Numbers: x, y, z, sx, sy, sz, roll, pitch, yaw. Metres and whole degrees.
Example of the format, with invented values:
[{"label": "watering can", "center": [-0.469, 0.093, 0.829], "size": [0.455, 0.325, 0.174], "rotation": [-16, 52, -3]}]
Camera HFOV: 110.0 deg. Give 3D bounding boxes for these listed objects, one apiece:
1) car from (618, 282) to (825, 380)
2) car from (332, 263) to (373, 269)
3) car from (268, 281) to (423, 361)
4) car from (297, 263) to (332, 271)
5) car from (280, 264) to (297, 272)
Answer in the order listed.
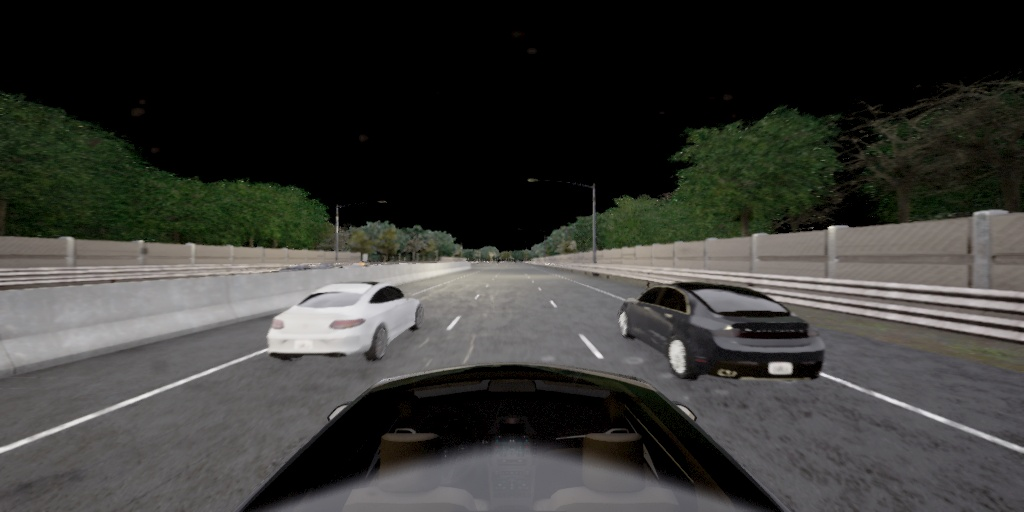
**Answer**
[{"label": "car", "center": [3.601, 1.264, 7.233], "size": [1.837, 1.490, 4.892], "rotation": [0, 0, 0]}, {"label": "car", "center": [-14.080, 1.397, 32.850], "size": [1.882, 1.535, 5.008], "rotation": [0, -1, 0]}, {"label": "car", "center": [-3.400, 1.287, 8.156], "size": [1.812, 1.442, 4.674], "rotation": [0, 0, 0]}, {"label": "car", "center": [-17.568, 1.423, 33.910], "size": [2.128, 1.511, 4.902], "rotation": [0, -1, 0]}, {"label": "car", "center": [-21.062, 1.511, 35.511], "size": [1.994, 1.385, 4.181], "rotation": [0, -1, 0]}]
